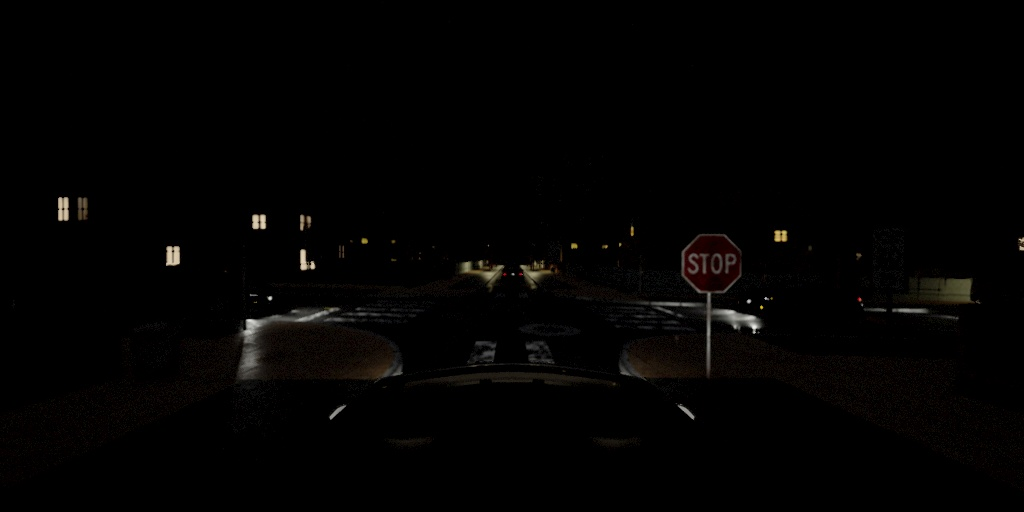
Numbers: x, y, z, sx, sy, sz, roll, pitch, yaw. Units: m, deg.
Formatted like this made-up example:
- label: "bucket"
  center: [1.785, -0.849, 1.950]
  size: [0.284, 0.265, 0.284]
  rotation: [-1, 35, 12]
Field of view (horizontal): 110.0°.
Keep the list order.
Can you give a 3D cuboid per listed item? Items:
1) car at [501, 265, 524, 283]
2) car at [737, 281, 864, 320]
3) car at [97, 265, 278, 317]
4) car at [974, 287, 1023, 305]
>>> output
- label: "car"
  center: [0.055, 1.470, 29.896]
  size: [2.033, 1.411, 5.357]
  rotation: [0, 0, 0]
- label: "car"
  center: [11.741, 1.742, 14.755]
  size: [4.181, 1.385, 1.994]
  rotation: [2, 0, 0]
- label: "car"
  center: [-10.403, 1.083, 11.719]
  size: [4.892, 1.490, 1.837]
  rotation: [2, 0, -3]
- label: "car"
  center: [22.115, 2.002, 14.821]
  size: [4.674, 1.442, 1.812]
  rotation: [2, 0, -1]
